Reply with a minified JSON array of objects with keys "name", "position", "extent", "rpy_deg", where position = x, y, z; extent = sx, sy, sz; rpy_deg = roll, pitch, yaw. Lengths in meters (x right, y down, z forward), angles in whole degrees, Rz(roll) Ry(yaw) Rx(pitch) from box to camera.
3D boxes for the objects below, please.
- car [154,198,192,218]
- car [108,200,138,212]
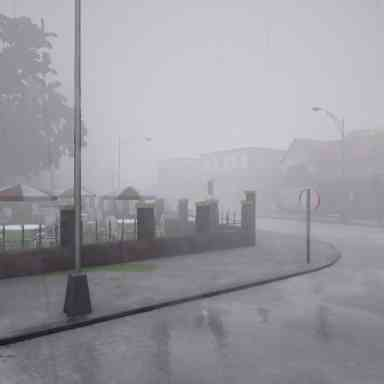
[{"name":"car","position":[-1.965,1.352,30.252],"extent":[2.097,1.767,4.553],"rpy_deg":[0,0,-36]},{"name":"car","position":[-8.168,1.221,38.948],"extent":[2.150,2.045,5.566],"rpy_deg":[0,0,-35]}]
